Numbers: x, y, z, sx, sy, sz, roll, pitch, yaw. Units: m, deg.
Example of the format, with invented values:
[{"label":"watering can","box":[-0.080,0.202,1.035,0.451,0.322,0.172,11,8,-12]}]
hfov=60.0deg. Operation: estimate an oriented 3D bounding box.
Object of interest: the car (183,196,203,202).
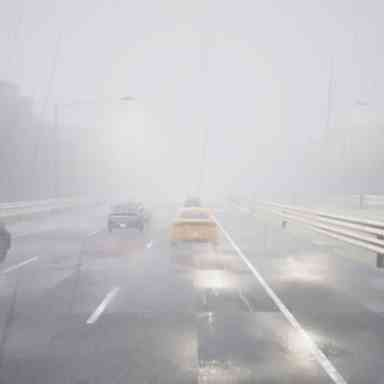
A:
[{"label":"car","box":[0.101,1.194,35.772,1.837,1.490,4.892,0,1,0]}]

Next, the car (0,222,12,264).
[{"label":"car","box":[-6.899,1.204,8.361,2.150,2.045,5.566,0,0,0]}]

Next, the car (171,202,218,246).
[{"label":"car","box":[0.101,1.420,14.978,1.882,1.535,5.008,0,0,0]}]

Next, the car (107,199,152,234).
[{"label":"car","box":[-3.399,1.400,18.764,2.128,1.511,4.902,0,1,0]}]

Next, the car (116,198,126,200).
[{"label":"car","box":[-6.898,1.311,34.183,1.895,1.301,4.718,0,1,0]}]
